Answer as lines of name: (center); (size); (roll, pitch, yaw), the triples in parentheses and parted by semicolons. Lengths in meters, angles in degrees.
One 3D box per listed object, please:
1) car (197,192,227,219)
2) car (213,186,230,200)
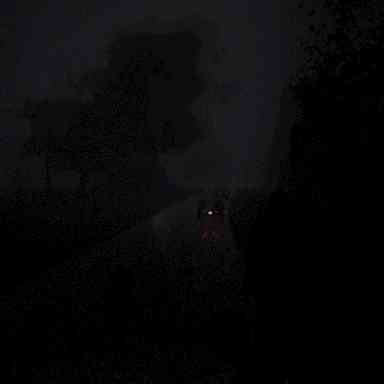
car: (1.447, 1.047, 24.387); (1.837, 1.490, 4.892); (0, 2, 6)
car: (3.696, -0.001, 42.111); (2.097, 1.767, 4.553); (1, 4, 8)
